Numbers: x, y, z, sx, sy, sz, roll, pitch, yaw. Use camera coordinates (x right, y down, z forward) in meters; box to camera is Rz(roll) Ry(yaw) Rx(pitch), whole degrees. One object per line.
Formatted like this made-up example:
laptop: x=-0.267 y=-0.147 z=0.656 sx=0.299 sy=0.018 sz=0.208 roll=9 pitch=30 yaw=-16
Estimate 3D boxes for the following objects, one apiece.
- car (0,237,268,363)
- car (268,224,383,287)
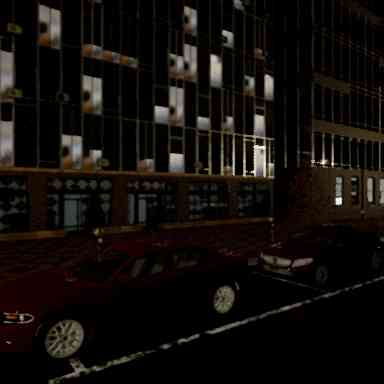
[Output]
car: x=-0.961 y=1.540 z=5.873 sx=4.507 sy=1.381 sz=1.887 roll=0 pitch=0 yaw=-36
car: x=3.673 y=1.566 z=9.181 sx=4.206 sy=1.307 sz=1.802 roll=0 pitch=0 yaw=-36
